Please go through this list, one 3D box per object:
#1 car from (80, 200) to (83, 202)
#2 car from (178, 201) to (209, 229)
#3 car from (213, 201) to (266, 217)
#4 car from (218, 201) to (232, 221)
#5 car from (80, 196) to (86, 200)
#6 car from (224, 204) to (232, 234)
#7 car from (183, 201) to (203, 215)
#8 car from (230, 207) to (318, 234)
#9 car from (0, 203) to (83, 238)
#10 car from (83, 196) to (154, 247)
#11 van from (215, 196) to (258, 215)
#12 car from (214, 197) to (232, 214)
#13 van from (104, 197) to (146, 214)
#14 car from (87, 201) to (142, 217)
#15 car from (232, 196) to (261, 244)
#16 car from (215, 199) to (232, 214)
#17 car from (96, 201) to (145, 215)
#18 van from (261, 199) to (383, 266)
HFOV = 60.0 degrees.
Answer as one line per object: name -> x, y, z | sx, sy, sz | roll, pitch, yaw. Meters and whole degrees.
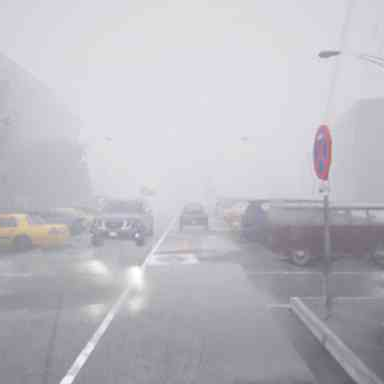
car -> -7.617, 1.661, 27.592 | 4.792, 1.488, 2.163 | 0, 0, 0
car -> 0.104, 1.616, 22.609 | 2.128, 1.511, 4.902 | 0, 0, 0
car -> 4.690, 1.667, 33.437 | 5.008, 1.535, 2.097 | 0, -1, 0
car -> 4.655, 1.646, 24.937 | 4.792, 1.488, 2.163 | 0, 0, 0
car -> -7.617, 1.396, 30.387 | 5.566, 2.045, 2.435 | 0, 0, 0
car -> 4.497, 1.568, 16.565 | 5.366, 1.575, 1.946 | 0, 0, 0
car -> 0.106, 1.765, 38.429 | 2.128, 1.511, 4.902 | 0, -1, 0
car -> 4.680, 1.627, 19.481 | 4.674, 1.452, 2.002 | 0, 0, 0
car -> -7.833, 1.583, 19.212 | 5.366, 1.575, 1.946 | 0, 0, 0
car -> -3.097, 1.308, 15.840 | 2.150, 2.045, 5.566 | 0, 0, 0
van -> 4.802, 1.480, 36.215 | 4.442, 1.987, 1.878 | 0, -1, 0
car -> 4.653, 1.522, 30.649 | 4.553, 1.767, 2.185 | 0, 0, 0
van -> -7.761, 1.534, 38.742 | 4.442, 1.987, 1.878 | 0, -1, 0
car -> -7.644, 1.666, 33.120 | 5.008, 1.535, 2.097 | 0, 0, 0
car -> 4.711, 1.305, 13.901 | 5.566, 2.045, 2.435 | 0, 0, 0
car -> 4.869, 1.628, 27.729 | 5.366, 1.575, 1.946 | 0, 0, 0
car -> -7.674, 1.731, 35.952 | 4.792, 1.488, 2.163 | 0, -1, 0
van -> 4.799, 1.315, 11.110 | 4.442, 1.987, 1.878 | 0, 0, 0
